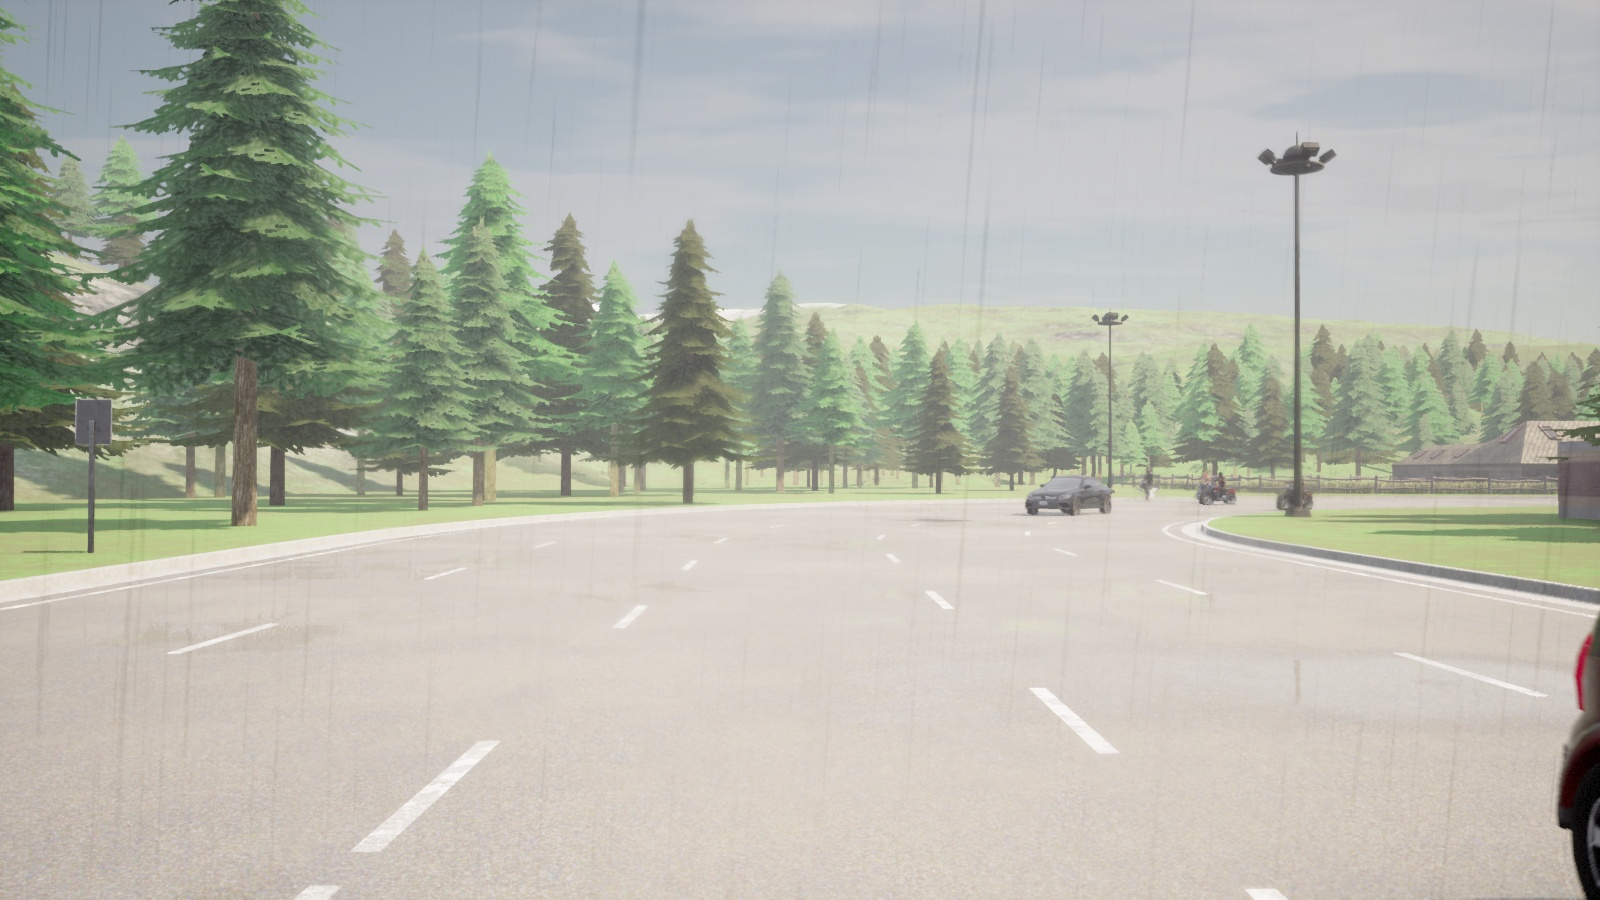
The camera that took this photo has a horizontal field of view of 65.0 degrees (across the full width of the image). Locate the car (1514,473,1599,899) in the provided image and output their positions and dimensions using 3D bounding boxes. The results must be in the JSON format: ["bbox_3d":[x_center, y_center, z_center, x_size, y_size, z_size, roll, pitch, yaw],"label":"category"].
[{"bbox_3d":[3.491,0.824,2.689,1.789,1.549,3.705,0,-1,0],"label":"car"}]

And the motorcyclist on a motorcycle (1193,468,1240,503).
[{"bbox_3d":[19.903,1.691,60.021,2.350,1.649,0.766,0,-1,-30],"label":"motorcyclist on a motorcycle"}]

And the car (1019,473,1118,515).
[{"bbox_3d":[9.905,1.572,46.081,1.812,1.442,4.674,-1,-1,36],"label":"car"}]

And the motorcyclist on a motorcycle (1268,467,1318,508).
[{"bbox_3d":[20.424,1.554,51.994,2.350,1.649,0.766,0,0,-35],"label":"motorcyclist on a motorcycle"}]
